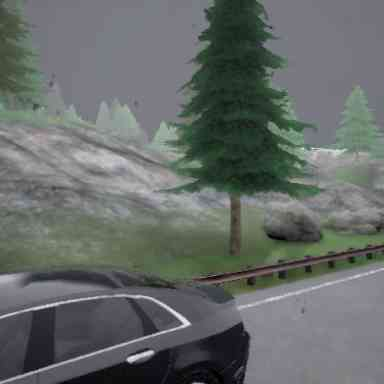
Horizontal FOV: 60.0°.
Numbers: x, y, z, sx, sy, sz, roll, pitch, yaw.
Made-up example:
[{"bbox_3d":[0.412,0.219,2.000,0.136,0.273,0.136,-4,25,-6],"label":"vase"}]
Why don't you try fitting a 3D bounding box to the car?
[{"bbox_3d":[-1.653,1.506,2.781,4.892,1.490,1.837,1,0,-35],"label":"car"}]
